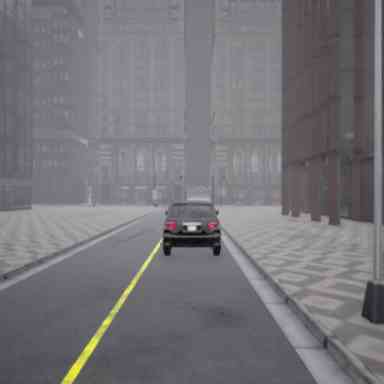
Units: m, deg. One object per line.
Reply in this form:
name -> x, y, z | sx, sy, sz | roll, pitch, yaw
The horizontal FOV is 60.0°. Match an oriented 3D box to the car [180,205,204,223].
car -> 0.007, 1.858, 29.263 | 1.994, 1.385, 4.181 | 0, -1, 0

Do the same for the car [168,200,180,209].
car -> -3.003, 2.118, 57.451 | 1.837, 1.490, 4.892 | 0, -1, 0

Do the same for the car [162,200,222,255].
car -> 0.001, 1.353, 14.016 | 2.150, 2.045, 5.566 | 0, 0, 0
